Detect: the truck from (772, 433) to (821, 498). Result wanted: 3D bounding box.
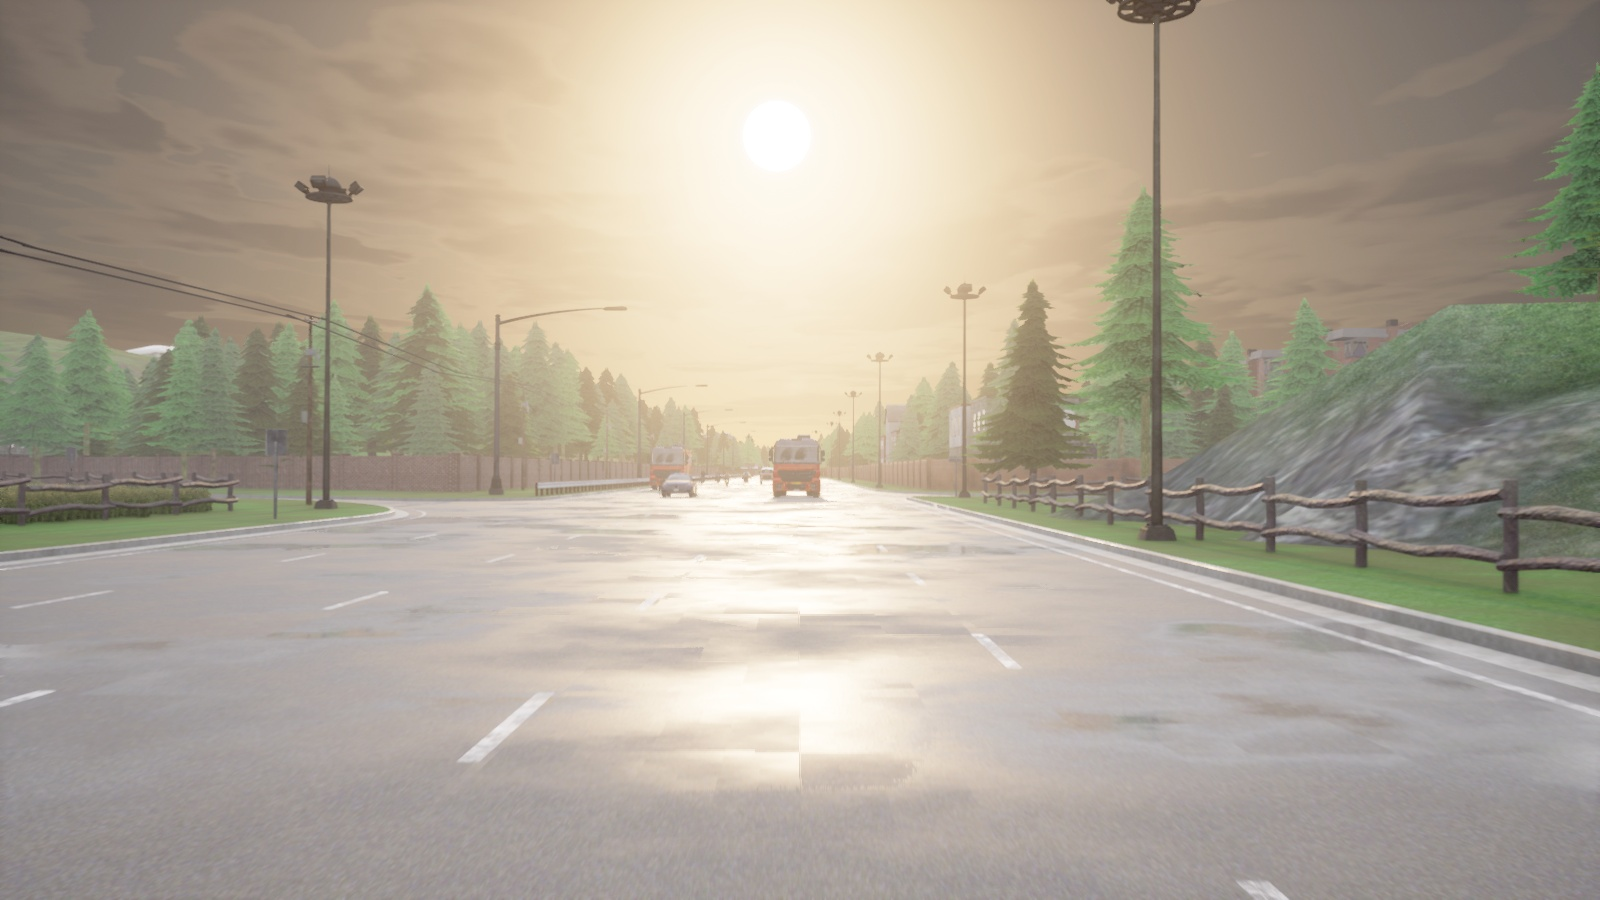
[{"bbox_3d":[-0.197,0.977,78.243,2.891,3.827,8.468,0,-1,0],"label":"truck"}]

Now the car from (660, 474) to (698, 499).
[{"bbox_3d":[-7.184,2.140,75.049,1.812,1.442,4.674,0,-1,0],"label":"car"}]
